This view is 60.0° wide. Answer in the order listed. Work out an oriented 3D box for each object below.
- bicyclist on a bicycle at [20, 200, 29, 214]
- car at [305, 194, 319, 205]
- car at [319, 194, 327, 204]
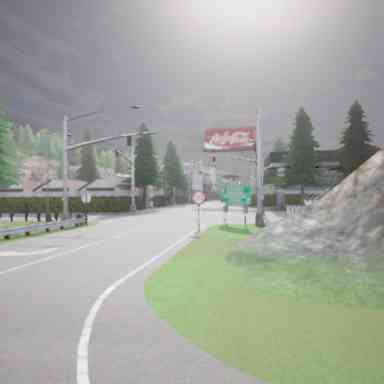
[{"bbox_3d":[-20.074,1.778,39.889,0.582,1.620,1.656,-1,0,10],"label":"bicyclist on a bicycle"},{"bbox_3d":[28.136,1.407,78.803,1.905,1.878,3.866,-1,0,9],"label":"car"},{"bbox_3d":[32.692,1.440,86.010,1.932,1.855,4.605,-1,0,9],"label":"car"}]
